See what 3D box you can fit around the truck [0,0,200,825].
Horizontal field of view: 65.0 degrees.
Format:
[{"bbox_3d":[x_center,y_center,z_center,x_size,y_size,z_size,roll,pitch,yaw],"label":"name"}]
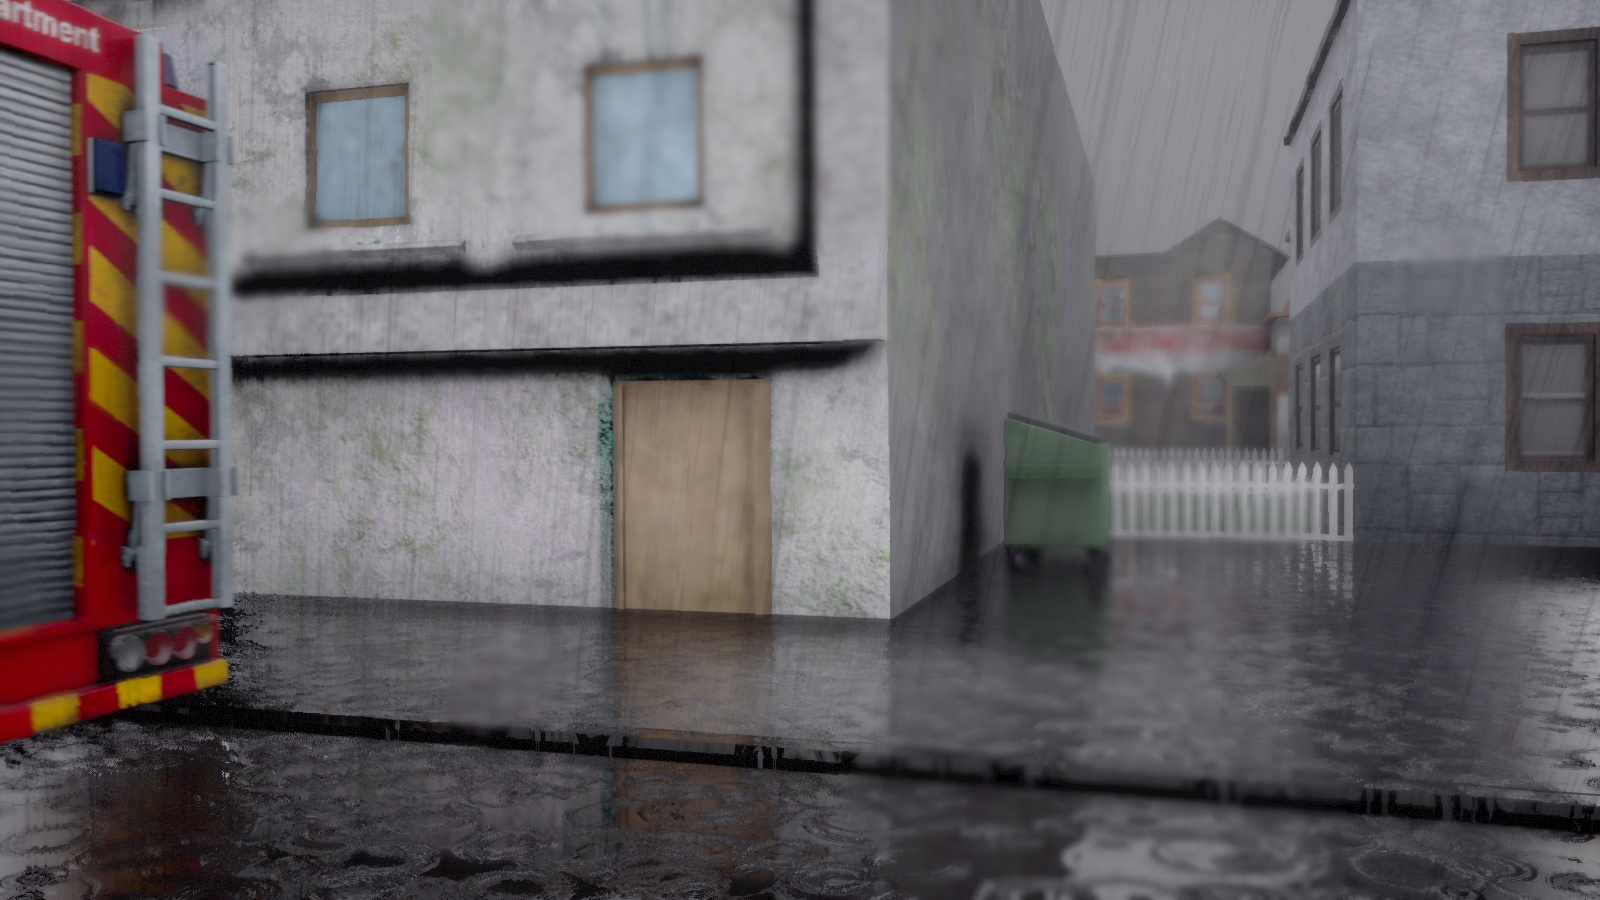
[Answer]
[{"bbox_3d":[-7.329,-0.458,5.768,8.468,3.827,2.891,0,1,16],"label":"truck"}]
